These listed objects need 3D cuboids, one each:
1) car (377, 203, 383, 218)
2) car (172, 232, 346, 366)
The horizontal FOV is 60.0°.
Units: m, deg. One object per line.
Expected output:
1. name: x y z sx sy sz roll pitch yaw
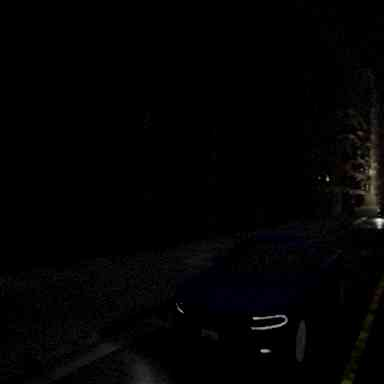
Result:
1. car: 21.685 1.977 36.537 2.097 1.767 4.553 -1 -1 34
2. car: 1.601 1.597 6.342 1.882 1.535 5.008 -1 -1 34
